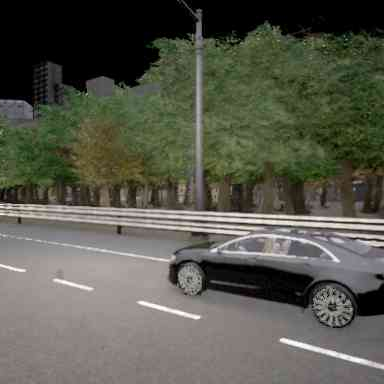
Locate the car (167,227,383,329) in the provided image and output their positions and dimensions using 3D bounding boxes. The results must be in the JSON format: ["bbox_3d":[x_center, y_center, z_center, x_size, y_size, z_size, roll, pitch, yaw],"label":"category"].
[{"bbox_3d":[1.678,1.500,6.974,4.902,1.511,2.128,0,0,36],"label":"car"}]
